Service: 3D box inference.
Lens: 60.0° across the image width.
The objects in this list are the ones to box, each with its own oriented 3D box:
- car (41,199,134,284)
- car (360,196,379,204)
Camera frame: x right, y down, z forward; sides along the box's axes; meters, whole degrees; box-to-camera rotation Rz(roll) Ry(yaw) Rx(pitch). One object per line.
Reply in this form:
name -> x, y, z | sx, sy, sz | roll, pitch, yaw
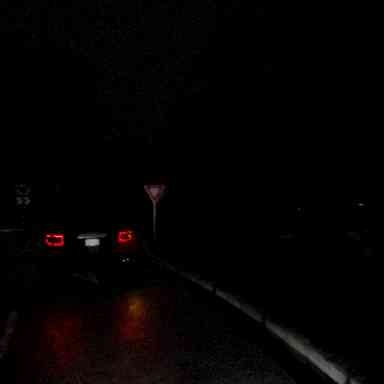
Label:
car -> -3.236, 1.233, 9.981 | 2.150, 2.045, 5.566 | 0, 0, -22
car -> 31.031, 1.300, 57.296 | 5.357, 1.411, 2.033 | 0, 0, -32
